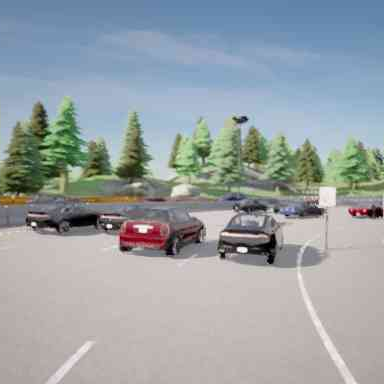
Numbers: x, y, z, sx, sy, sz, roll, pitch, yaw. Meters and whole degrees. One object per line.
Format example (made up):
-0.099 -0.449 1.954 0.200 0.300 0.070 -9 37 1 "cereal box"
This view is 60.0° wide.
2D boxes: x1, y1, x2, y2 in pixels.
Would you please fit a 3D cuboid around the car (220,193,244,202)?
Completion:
7.426 1.115 61.943 5.566 2.045 2.150 0 0 -26 "car"

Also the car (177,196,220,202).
0.917 1.377 45.281 5.008 1.535 1.882 0 0 -38 "car"

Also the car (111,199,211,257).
-0.990 1.337 13.354 2.097 1.767 4.553 1 0 19 "car"

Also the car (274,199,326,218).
10.213 1.596 30.476 5.357 1.411 2.033 0 0 -39 "car"

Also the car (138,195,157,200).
-6.297 1.258 53.135 5.008 1.535 1.882 0 0 -38 "car"

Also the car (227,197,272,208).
6.379 1.517 36.055 4.674 1.442 1.812 1 0 -41 "car"

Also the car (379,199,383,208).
29.662 1.665 48.219 4.718 1.301 1.895 0 0 -20 "car"

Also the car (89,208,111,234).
-2.920 1.436 17.990 2.128 1.511 4.902 1 0 24 "car"

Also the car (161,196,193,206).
-2.310 1.364 51.829 4.674 1.442 1.812 1 0 -37 "car"

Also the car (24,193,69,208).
-17.855 0.982 40.958 2.097 1.767 4.553 1 0 38 "car"

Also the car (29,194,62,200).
-14.394 1.216 33.553 1.837 1.490 4.892 1 0 34 "car"

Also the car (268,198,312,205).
10.383 1.595 34.794 4.181 1.385 1.994 0 0 -39 "car"

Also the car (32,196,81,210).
-15.505 1.185 38.284 1.837 1.490 4.892 1 0 36 "car"

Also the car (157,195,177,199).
-2.018 1.340 47.367 5.008 1.535 1.882 0 0 -39 "car"

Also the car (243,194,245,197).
11.996 1.508 60.174 4.181 1.385 1.994 0 0 -22 "car"

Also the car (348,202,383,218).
16.656 1.702 30.895 4.718 1.301 1.895 0 0 -34 "car"

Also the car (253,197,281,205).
12.731 1.529 56.569 4.181 1.385 1.994 0 0 -24 "car"

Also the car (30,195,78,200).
-11.944 1.267 30.947 1.837 1.490 4.892 0 0 33 "car"

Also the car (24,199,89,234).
-6.651 1.358 18.188 2.128 1.511 4.902 1 0 23 "car"

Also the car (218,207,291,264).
2.307 1.546 12.312 2.128 1.511 4.902 1 0 19 "car"
